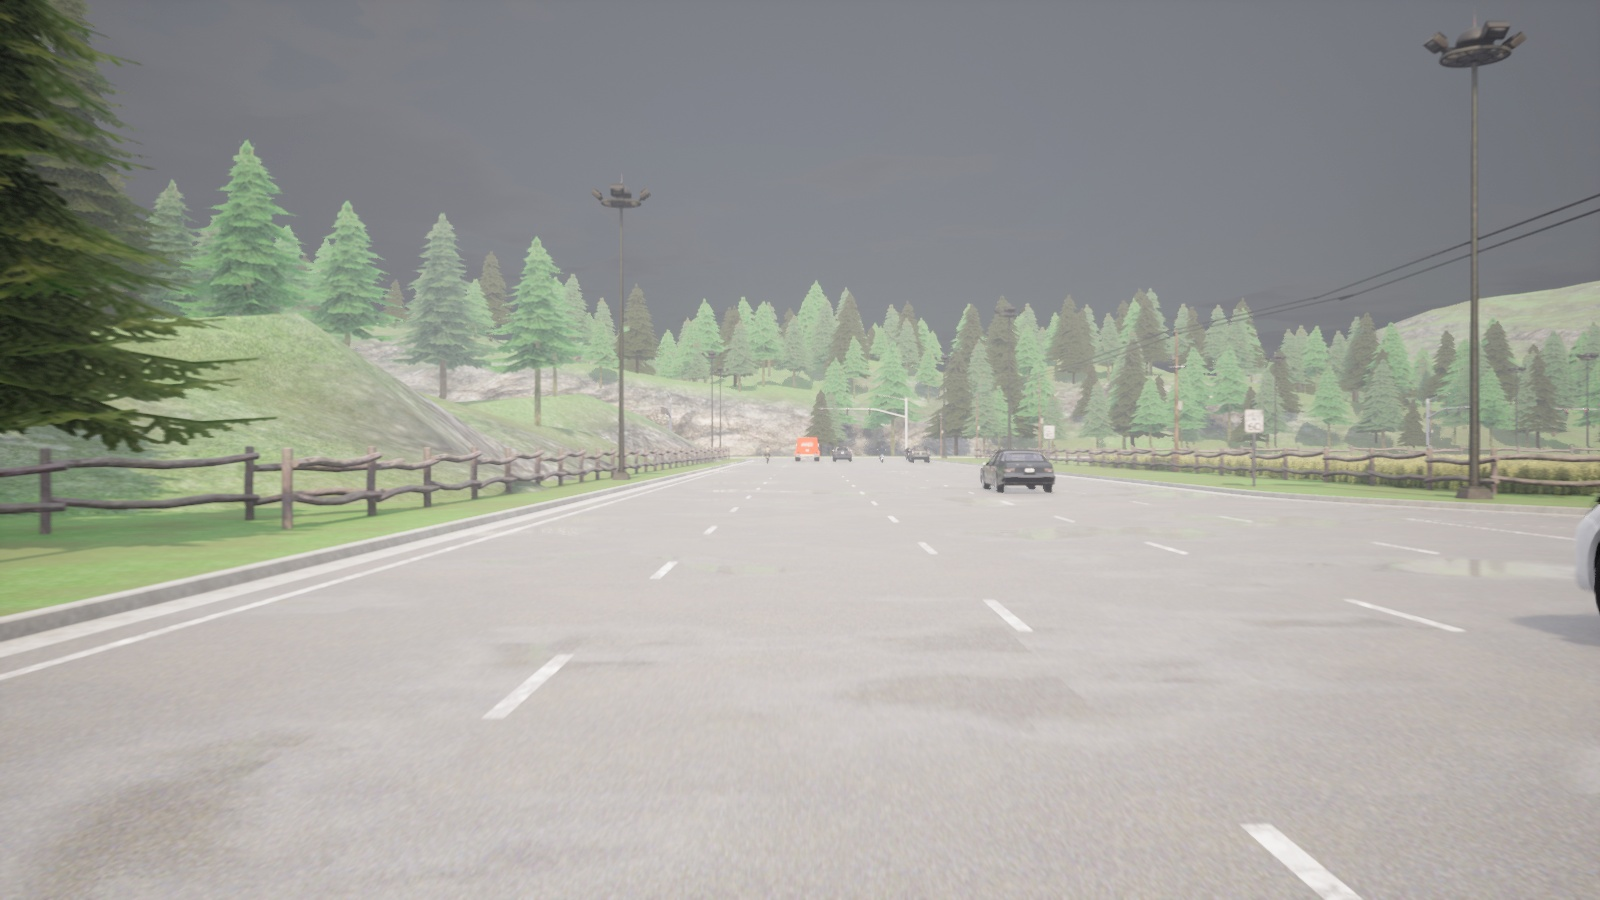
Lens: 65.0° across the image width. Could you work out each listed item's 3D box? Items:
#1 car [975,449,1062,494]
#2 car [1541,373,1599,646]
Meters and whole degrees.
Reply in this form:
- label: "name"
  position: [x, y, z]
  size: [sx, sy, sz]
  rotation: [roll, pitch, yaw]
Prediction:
- label: "car"
  position: [7.258, 0.689, 42.214]
  size: [2.033, 1.411, 5.357]
  rotation: [0, 0, 0]
- label: "car"
  position: [7.058, 0.452, 7.374]
  size: [2.150, 2.045, 5.566]
  rotation: [0, 0, 0]
